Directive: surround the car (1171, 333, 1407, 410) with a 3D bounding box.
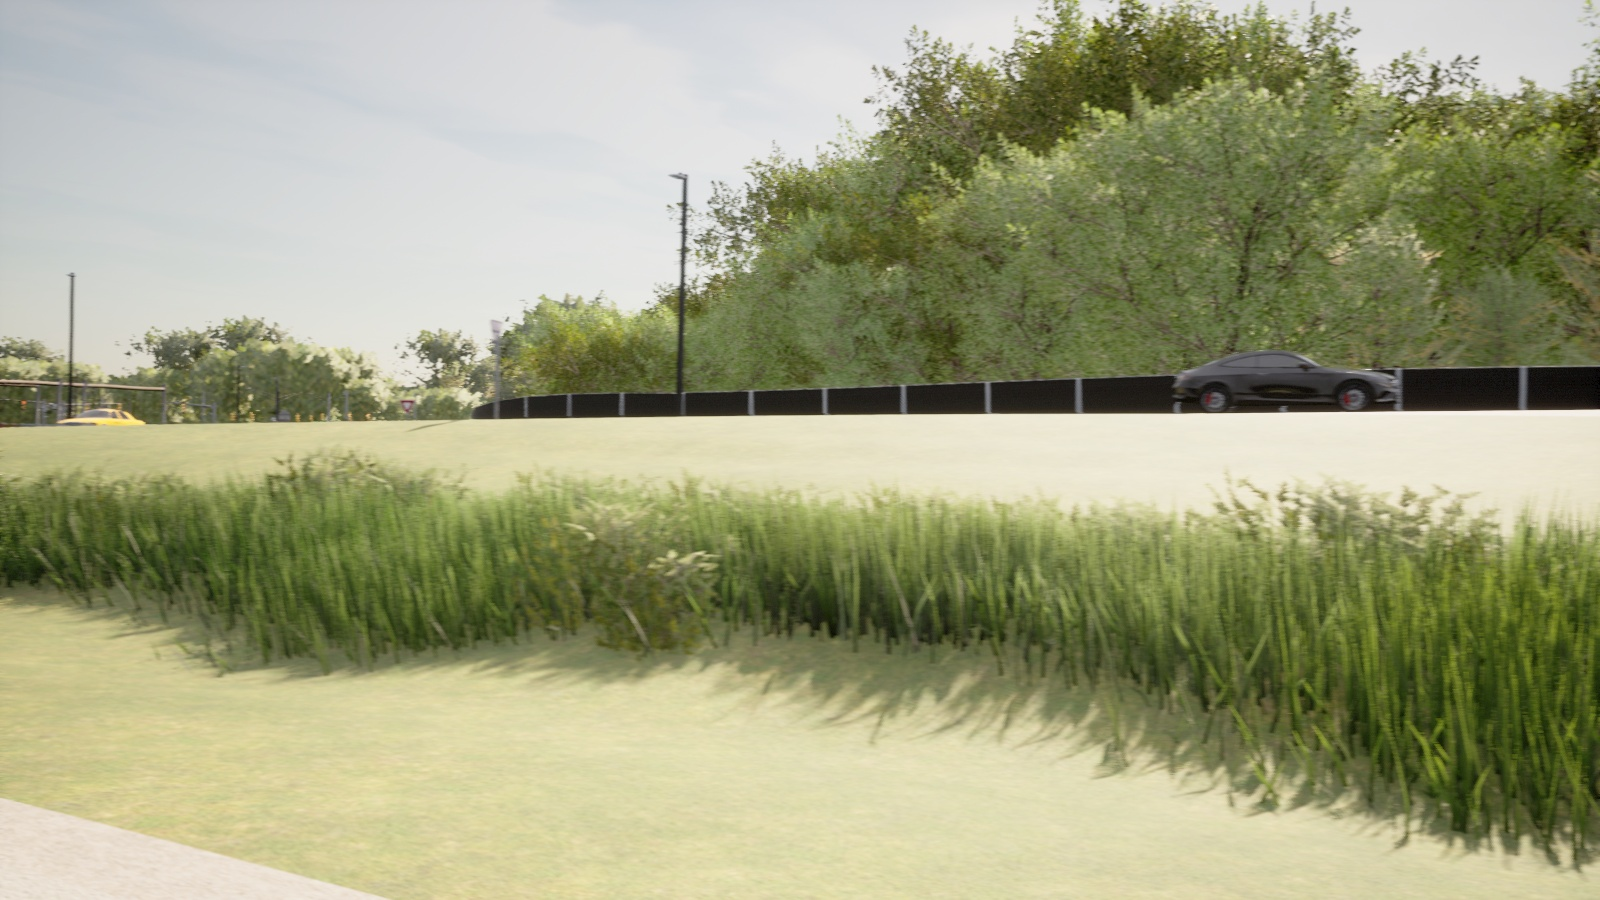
[{"bbox_3d":[10.850,-1.691,27.936,4.674,1.442,1.812,-1,0,29],"label":"car"}]

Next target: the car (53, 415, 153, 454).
[{"bbox_3d":[-31.620,-0.656,57.175,1.801,1.575,5.366,-2,0,-3],"label":"car"}]
